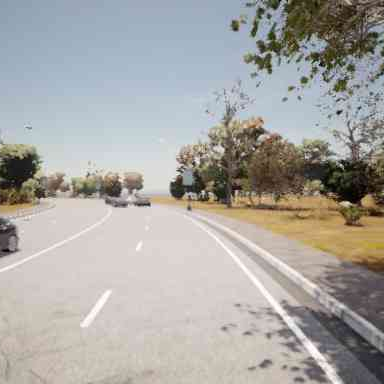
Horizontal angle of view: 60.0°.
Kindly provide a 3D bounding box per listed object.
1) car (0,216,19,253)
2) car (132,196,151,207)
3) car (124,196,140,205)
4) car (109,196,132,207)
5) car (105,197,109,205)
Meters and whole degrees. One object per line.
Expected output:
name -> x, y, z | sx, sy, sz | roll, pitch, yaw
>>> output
car -> -7.458, 1.518, 10.877 | 1.837, 1.490, 4.892 | 0, 0, -3
car -> -7.650, 1.566, 51.537 | 1.994, 1.385, 4.181 | 0, 0, -19
car -> -11.021, 1.531, 60.907 | 1.812, 1.442, 4.674 | 0, 0, -23
car -> -10.800, 1.551, 49.903 | 2.033, 1.411, 5.357 | 0, 0, -19
car -> -14.401, 1.552, 59.919 | 2.033, 1.411, 5.357 | 0, 0, -23
